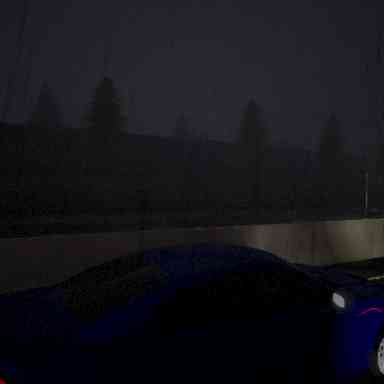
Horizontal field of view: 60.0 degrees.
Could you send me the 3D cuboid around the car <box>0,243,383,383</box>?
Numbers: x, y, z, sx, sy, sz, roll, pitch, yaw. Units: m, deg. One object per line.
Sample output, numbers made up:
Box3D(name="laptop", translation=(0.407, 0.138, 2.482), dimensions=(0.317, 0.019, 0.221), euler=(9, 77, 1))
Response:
Box3D(name="car", translation=(0.445, 1.367, 3.838), dimensions=(5.008, 1.535, 1.882), euler=(0, 2, -28))
